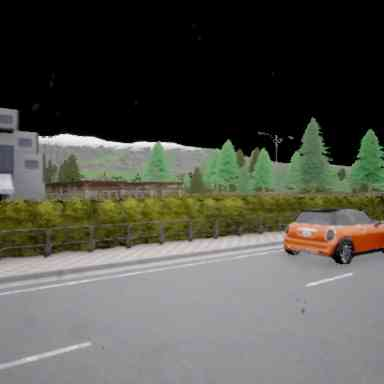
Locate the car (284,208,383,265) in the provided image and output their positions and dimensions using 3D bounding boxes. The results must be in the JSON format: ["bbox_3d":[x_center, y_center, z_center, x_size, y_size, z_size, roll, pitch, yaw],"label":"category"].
[{"bbox_3d":[5.412,1.355,11.903,4.553,1.767,2.097,0,0,-36],"label":"car"}]
